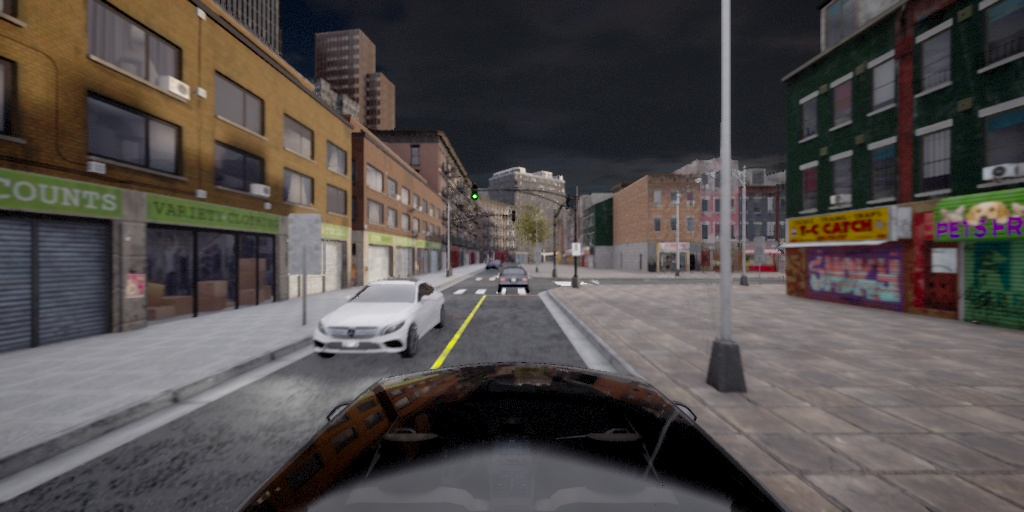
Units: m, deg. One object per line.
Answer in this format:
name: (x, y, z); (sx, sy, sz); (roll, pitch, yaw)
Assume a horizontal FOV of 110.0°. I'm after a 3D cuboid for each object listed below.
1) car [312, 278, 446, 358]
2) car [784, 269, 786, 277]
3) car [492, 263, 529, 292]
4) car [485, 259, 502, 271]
car: (-2.828, 1.288, 8.688); (1.812, 1.442, 4.674); (0, 0, 1)
car: (24.070, 1.137, 27.937); (5.008, 1.535, 1.882); (0, 0, 0)
car: (0.085, 1.334, 21.743); (2.033, 1.411, 5.357); (0, 0, 0)
car: (-2.834, 1.459, 51.372); (1.895, 1.301, 4.718); (0, 0, 0)
